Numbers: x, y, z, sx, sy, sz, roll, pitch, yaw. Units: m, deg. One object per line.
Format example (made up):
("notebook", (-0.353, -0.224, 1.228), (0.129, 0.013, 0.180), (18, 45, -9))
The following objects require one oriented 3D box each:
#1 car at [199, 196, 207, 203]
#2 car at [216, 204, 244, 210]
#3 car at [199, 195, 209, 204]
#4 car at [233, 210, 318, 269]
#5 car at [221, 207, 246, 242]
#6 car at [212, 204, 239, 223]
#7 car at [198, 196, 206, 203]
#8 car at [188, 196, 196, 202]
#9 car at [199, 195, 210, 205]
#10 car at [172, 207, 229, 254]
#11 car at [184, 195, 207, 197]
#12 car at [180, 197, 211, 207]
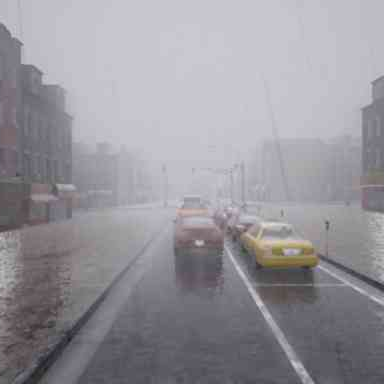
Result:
("car", (2.661, 1.872, 80.899), (1.967, 1.590, 4.097), (-1, 0, 0))
("car", (2.642, 1.506, 21.883), (1.967, 1.590, 4.097), (0, 0, 0))
("car", (2.658, 1.705, 75.498), (2.192, 1.841, 5.009), (-1, 0, 0))
("car", (2.639, 1.555, 11.119), (1.752, 1.417, 4.829), (0, 0, 0))
("car", (2.641, 1.629, 16.416), (1.802, 1.307, 4.206), (0, 0, 0))
("car", (2.644, 1.670, 27.349), (1.802, 1.307, 4.206), (0, 0, 0))
("car", (2.663, 1.917, 86.301), (1.967, 1.590, 4.097), (-1, 0, 0))
("car", (0.034, 1.842, 86.000), (1.837, 1.490, 4.892), (0, 0, 0))
("car", (2.656, 1.663, 70.095), (2.192, 1.841, 5.009), (-1, 0, 0))
("car", (0.176, 1.563, 13.497), (1.812, 1.442, 4.674), (0, 0, -2))
("car", (0.047, 1.332, 32.388), (2.150, 2.045, 5.566), (0, 0, 1))
("car", (0.096, 1.420, 22.291), (2.097, 1.767, 4.553), (0, 0, 0))
